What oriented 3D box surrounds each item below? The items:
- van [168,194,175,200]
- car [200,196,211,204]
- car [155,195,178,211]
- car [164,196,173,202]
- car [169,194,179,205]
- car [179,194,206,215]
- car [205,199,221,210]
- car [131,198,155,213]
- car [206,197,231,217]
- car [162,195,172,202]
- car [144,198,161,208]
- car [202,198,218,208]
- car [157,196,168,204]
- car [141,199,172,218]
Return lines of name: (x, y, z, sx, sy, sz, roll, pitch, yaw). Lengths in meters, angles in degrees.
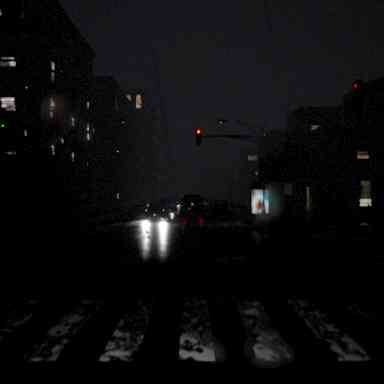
van: (-5.832, 1.461, 94.560, 1.690, 1.788, 3.998, -1, 0, 0)
car: (2.591, 1.613, 66.102, 2.008, 1.369, 4.403, -1, 0, 0)
car: (-3.154, 1.505, 41.450, 1.882, 1.535, 5.008, 0, 0, 0)
car: (-5.814, 1.619, 82.997, 1.752, 1.417, 4.829, -1, 0, 0)
car: (-3.132, 1.559, 60.156, 1.837, 1.490, 4.892, 0, -1, 0)
car: (0.063, 1.240, 33.954, 2.150, 2.045, 5.566, 0, 0, 0)
car: (2.624, 1.611, 43.315, 1.802, 1.307, 4.206, 0, 0, 0)
car: (-5.749, 1.573, 37.594, 2.008, 1.369, 4.403, 0, 0, 0)
car: (2.639, 1.456, 31.921, 1.967, 1.590, 4.097, 0, 0, 0)
car: (-5.807, 1.523, 77.470, 1.967, 1.590, 4.097, 0, 0, 0)
car: (-5.765, 1.587, 48.988, 2.008, 1.369, 4.403, 0, 0, 0)
car: (2.615, 1.587, 49.012, 2.008, 1.369, 4.403, 0, 0, 0)
car: (-5.789, 1.587, 65.907, 1.752, 1.417, 4.829, 0, 0, 0)
car: (-3.141, 1.615, 30.204, 1.895, 1.301, 4.718, 0, 0, 0)
